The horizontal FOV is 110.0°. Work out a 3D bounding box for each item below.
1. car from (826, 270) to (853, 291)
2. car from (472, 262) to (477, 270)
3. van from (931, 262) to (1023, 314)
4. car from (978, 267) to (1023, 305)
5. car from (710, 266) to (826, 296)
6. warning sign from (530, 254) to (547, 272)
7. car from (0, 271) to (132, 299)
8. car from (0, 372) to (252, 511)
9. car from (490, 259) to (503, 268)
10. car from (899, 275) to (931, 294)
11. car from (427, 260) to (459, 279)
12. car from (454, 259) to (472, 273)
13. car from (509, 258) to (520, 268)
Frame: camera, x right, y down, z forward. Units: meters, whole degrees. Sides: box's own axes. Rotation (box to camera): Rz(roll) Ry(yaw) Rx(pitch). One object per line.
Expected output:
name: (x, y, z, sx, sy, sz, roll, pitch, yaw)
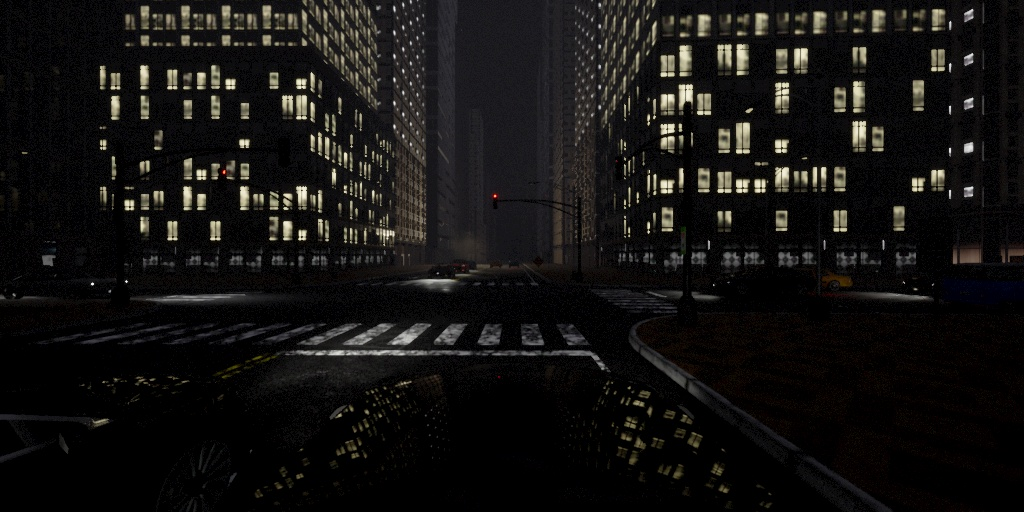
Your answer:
car: (17.171, 1.294, 21.235, 4.829, 1.417, 1.751, 0, 0, 2)
car: (-6.368, 1.377, 53.785, 2.033, 1.411, 5.357, 0, 0, 0)
van: (18.406, 1.120, 13.057, 3.998, 1.789, 1.690, 0, 0, 2)
car: (23.838, 1.257, 15.415, 5.008, 1.535, 1.882, 0, 0, 2)
car: (13.059, 1.274, 18.801, 4.892, 1.490, 1.837, 0, 0, 2)
warning sign: (3.022, 0.912, 41.284, 1.300, 1.860, 1.060, 0, 0, 0)
car: (-21.312, 1.360, 17.113, 4.718, 1.301, 1.895, 0, 0, 0)
car: (-3.155, 1.241, 1.093, 2.128, 1.511, 4.902, 0, 0, 0)
car: (-2.878, 1.343, 64.070, 1.882, 1.535, 5.008, 0, 0, 0)
car: (23.459, 1.324, 18.380, 5.357, 1.411, 2.033, 0, 0, 2)
car: (-6.462, 1.345, 33.291, 1.994, 1.385, 4.181, 0, 0, 0)
car: (-6.419, 1.154, 43.288, 2.097, 1.767, 4.553, 0, 0, 0)
car: (0.373, 1.359, 64.788, 2.128, 1.511, 4.902, 0, 0, 1)
